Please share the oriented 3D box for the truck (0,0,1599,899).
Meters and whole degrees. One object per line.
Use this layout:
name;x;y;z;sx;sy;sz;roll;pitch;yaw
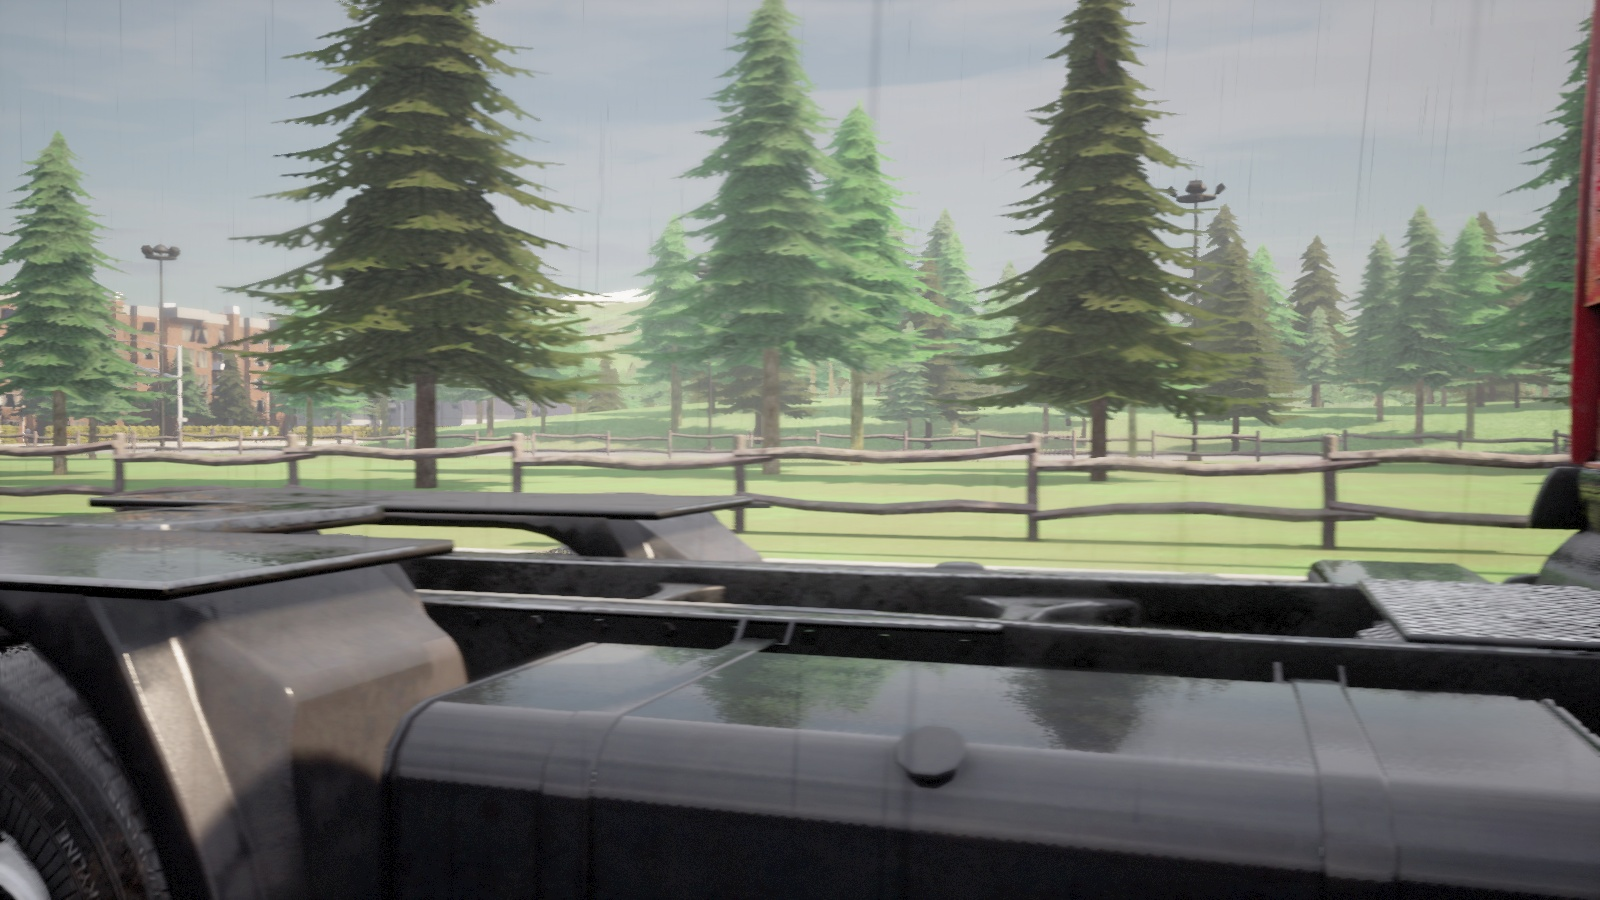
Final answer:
truck;0.195;-0.208;3.113;7.936;3.462;2.891;1;1;19
